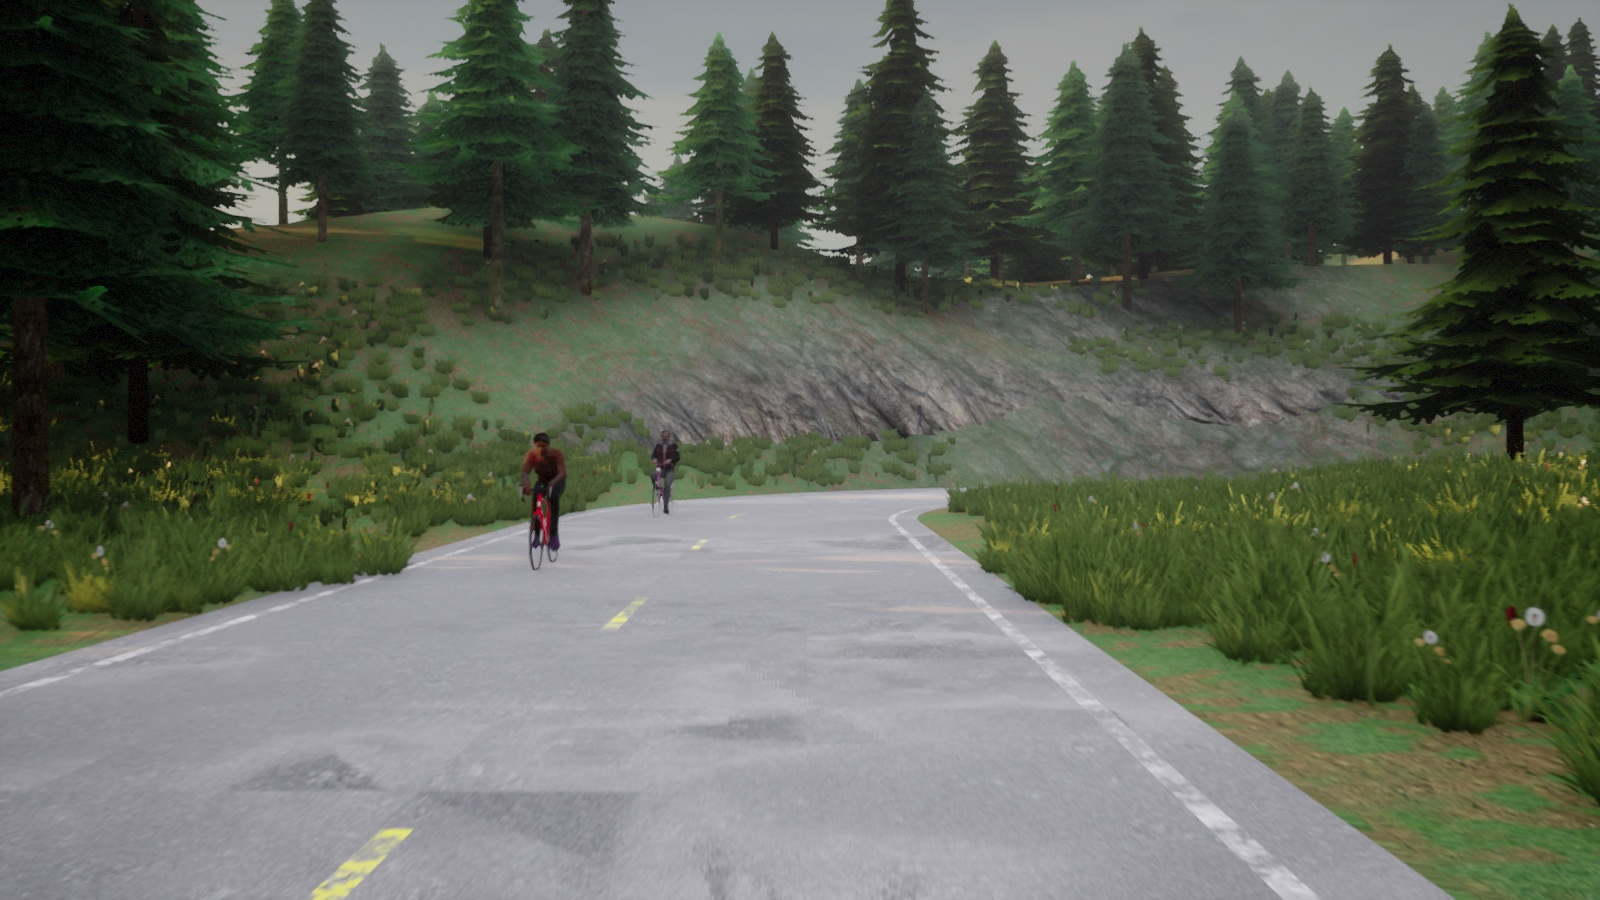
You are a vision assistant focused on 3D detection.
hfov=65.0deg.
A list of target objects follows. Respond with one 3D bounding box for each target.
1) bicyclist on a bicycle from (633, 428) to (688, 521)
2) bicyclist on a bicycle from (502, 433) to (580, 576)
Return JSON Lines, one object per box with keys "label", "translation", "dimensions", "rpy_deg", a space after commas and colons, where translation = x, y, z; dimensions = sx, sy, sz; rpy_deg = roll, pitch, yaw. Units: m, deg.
{"label": "bicyclist on a bicycle", "translation": [-2.766, 0.473, 25.145], "dimensions": [0.659, 1.776, 1.843], "rpy_deg": [1, 0, 7]}
{"label": "bicyclist on a bicycle", "translation": [-3.088, 0.612, 15.112], "dimensions": [0.582, 1.620, 1.656], "rpy_deg": [0, 1, 0]}
